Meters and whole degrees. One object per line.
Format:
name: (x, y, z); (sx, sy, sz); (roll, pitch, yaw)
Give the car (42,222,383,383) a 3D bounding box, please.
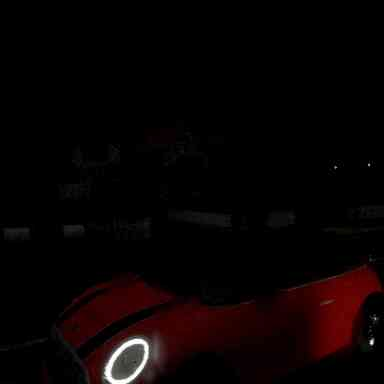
car: (0.550, 1.352, 4.384); (4.553, 1.767, 2.097); (0, 0, -35)
